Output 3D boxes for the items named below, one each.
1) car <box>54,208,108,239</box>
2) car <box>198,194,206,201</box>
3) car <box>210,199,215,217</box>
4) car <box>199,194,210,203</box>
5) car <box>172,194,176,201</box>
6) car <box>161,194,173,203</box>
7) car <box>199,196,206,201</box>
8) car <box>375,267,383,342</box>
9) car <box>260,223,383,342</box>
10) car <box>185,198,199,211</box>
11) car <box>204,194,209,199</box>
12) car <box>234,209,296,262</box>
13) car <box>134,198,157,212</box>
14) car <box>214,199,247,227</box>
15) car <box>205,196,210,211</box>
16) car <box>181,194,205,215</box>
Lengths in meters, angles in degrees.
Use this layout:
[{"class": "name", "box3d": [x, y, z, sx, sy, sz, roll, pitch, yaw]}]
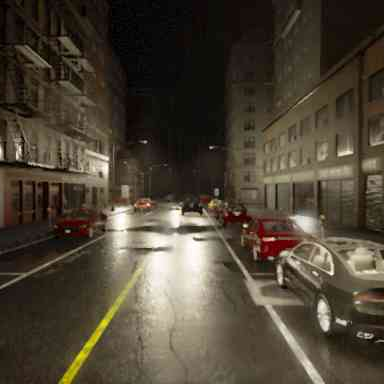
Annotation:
[{"class": "car", "box3d": [-5.677, 1.556, 17.435, 1.887, 1.381, 4.507, -1, 0, 0]}, {"class": "car", "box3d": [2.846, 1.495, 94.136, 2.192, 1.841, 5.009, -1, 0, 0]}, {"class": "car", "box3d": [2.846, 1.464, 28.430, 1.967, 1.590, 4.097, -1, 0, 0]}, {"class": "car", "box3d": [2.843, 1.454, 77.379, 2.192, 1.841, 5.009, -1, 0, 0]}, {"class": "car", "box3d": [-5.682, 1.678, 82.794, 1.752, 1.417, 4.829, -1, 0, 0]}, {"class": "car", "box3d": [-5.681, 1.690, 71.792, 1.947, 1.339, 4.313, -1, 0, 0]}, {"class": "car", "box3d": [2.847, 1.692, 88.720, 1.752, 1.417, 4.829, -1, 0, 0]}, {"class": "car", "box3d": [2.850, 1.526, 1.116, 1.752, 1.417, 4.829, -1, 0, 0]}, {"class": "car", "box3d": [2.850, 1.553, 6.442, 2.008, 1.369, 4.403, -1, 0, 0]}, {"class": "car", "box3d": [-0.003, 1.555, 43.539, 1.837, 1.490, 4.892, 0, 0, 0]}, {"class": "car", "box3d": [2.842, 1.440, 71.793, 2.192, 1.841, 5.009, -1, 0, 0]}, {"class": "car", "box3d": [2.849, 1.551, 11.939, 1.887, 1.381, 4.507, -1, 0, 0]}, {"class": "car", "box3d": [-5.679, 1.482, 39.423, 1.967, 1.590, 4.097, -1, 0, 0]}, {"class": "car", "box3d": [2.847, 1.457, 22.932, 1.967, 1.590, 4.097, -1, 0, 0]}, {"class": "car", "box3d": [2.846, 1.568, 39.594, 1.752, 1.417, 4.829, -1, 0, 0]}, {"class": "car", "box3d": [0.000, 1.385, 34.202, 2.097, 1.767, 4.553, 0, 0, 0]}]
